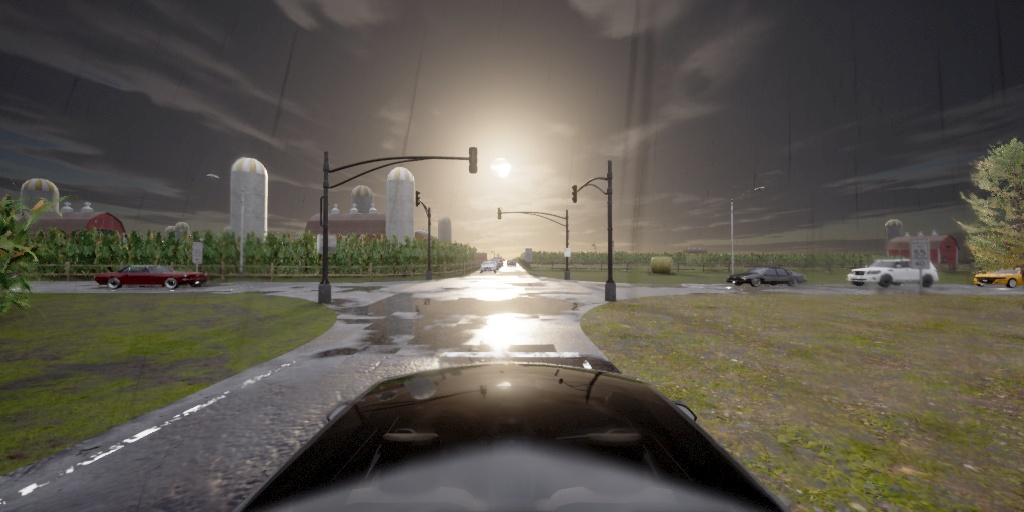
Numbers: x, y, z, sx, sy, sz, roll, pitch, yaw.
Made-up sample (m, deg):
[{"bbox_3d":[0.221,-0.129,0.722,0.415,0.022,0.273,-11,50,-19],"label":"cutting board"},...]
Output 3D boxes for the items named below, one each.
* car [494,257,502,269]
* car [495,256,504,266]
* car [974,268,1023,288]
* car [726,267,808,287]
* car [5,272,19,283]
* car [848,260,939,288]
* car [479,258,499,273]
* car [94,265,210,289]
[{"bbox_3d":[-2.872,1.325,52.524,1.812,1.442,4.674,0,0,0],"label":"car"},{"bbox_3d":[-2.891,1.295,62.545,1.882,1.535,5.008,0,0,0],"label":"car"},{"bbox_3d":[38.842,1.645,27.759,5.008,1.535,1.882,1,-1,-5],"label":"car"},{"bbox_3d":[18.675,1.525,26.296,5.357,1.411,2.033,1,-1,-8],"label":"car"},{"bbox_3d":[-30.607,1.024,19.463,5.357,1.411,2.033,0,-1,-3],"label":"car"},{"bbox_3d":[28.660,1.291,27.005,5.566,2.045,2.150,1,-1,-4],"label":"car"},{"bbox_3d":[-2.818,1.312,43.367,1.812,1.442,4.674,0,0,-1],"label":"car"},{"bbox_3d":[-19.936,1.163,20.073,4.718,1.301,1.895,0,-1,-4],"label":"car"}]
